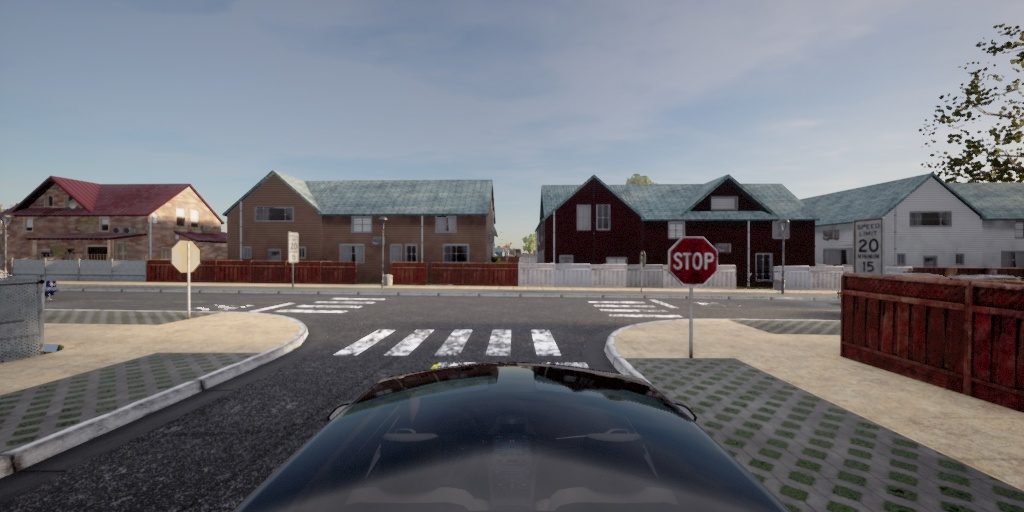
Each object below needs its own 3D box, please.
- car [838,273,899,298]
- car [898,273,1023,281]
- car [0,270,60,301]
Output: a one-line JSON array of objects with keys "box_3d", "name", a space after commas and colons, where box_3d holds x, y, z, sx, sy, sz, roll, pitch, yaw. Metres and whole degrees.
[{"box_3d": [16.918, 1.450, 15.441, 4.674, 1.442, 1.812, 1, 0, 1], "name": "car"}, {"box_3d": [17.084, 1.435, 12.533, 4.892, 1.490, 1.837, 1, 0, 2], "name": "car"}, {"box_3d": [-20.161, 1.161, 13.367, 4.718, 1.301, 1.895, 1, 0, 1], "name": "car"}]
